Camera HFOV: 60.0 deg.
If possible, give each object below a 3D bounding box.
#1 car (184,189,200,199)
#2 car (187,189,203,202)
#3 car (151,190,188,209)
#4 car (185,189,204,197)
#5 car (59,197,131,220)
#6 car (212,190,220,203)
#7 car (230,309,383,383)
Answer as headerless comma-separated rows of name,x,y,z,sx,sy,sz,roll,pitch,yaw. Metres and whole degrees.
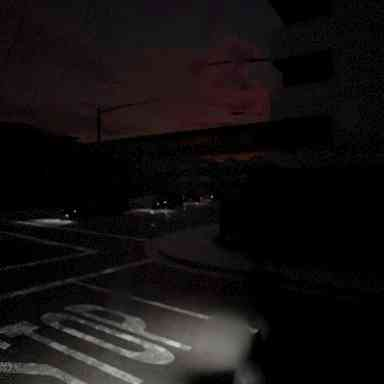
car,-0.066,0.279,53.555,2.128,1.511,4.902,0,1,-7
car,-0.025,0.533,43.222,1.812,1.442,4.674,1,2,6
car,-2.358,0.805,33.203,1.837,1.490,4.892,1,2,19
car,0.454,0.207,65.636,1.837,1.490,4.892,0,0,-24
car,-6.811,1.096,24.147,2.033,1.411,5.357,1,2,33
car,3.525,0.575,41.707,1.837,1.490,4.892,1,2,8
car,2.584,1.515,2.106,4.892,1.490,1.837,1,0,36
